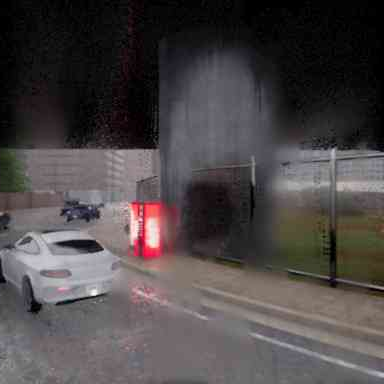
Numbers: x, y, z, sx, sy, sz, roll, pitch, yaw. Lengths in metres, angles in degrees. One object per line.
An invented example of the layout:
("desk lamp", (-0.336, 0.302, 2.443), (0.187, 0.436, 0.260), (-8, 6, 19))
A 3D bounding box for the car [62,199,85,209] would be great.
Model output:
("car", (-19.572, 2.020, 55.233), (1.882, 1.535, 5.008), (0, -1, 2))

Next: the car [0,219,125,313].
("car", (-3.248, 1.604, 7.894), (1.812, 1.442, 4.674), (1, -1, -39))

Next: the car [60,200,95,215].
("car", (-12.796, 1.717, 36.923), (2.097, 1.767, 4.553), (0, -1, 1))

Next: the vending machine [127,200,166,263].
("vending machine", (-1.637, 1.333, 11.849), (1.100, 2.100, 0.880), (1, -1, -33))

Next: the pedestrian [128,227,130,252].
("pedestrian", (-2.110, 1.283, 12.427), (0.375, 1.860, 0.375), (1, -1, -32))

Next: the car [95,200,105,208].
("car", (-16.043, 2.105, 56.081), (1.812, 1.442, 4.674), (0, -1, 1))

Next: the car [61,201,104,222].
("car", (-9.409, 1.819, 29.033), (1.812, 1.442, 4.674), (0, -1, 0))

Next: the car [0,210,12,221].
("car", (-12.210, 1.665, 19.618), (1.837, 1.490, 4.892), (0, 0, -12))
